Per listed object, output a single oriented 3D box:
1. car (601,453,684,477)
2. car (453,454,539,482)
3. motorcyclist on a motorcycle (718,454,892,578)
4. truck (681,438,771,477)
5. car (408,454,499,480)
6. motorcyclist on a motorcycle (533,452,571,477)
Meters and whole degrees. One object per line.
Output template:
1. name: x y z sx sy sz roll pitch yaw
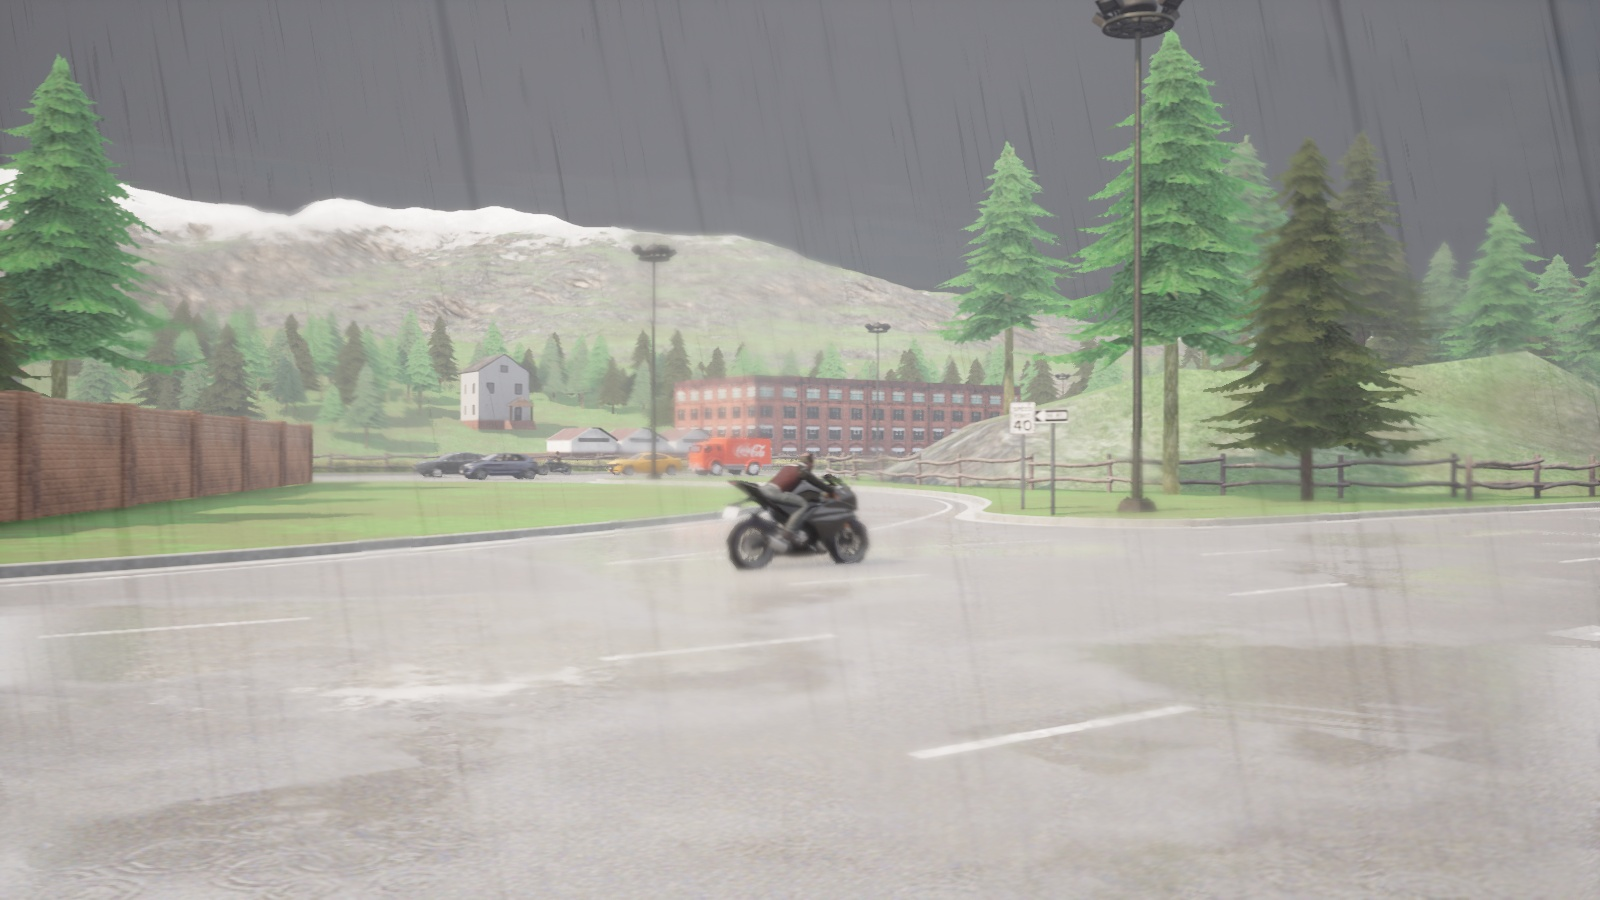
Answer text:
1. car: -10.179 0.944 81.374 5.008 1.535 1.882 0 0 -35
2. car: -16.565 0.961 68.440 4.193 1.474 1.816 0 0 -35
3. motorcyclist on a motorcycle: 0.083 0.820 16.510 2.191 1.530 0.866 0 0 -35
4. truck: -4.747 0.466 80.879 5.204 2.467 2.627 0 0 -35
5. car: -20.463 0.975 74.256 4.892 1.490 1.837 0 0 -35
6. motorcyclist on a motorcycle: -16.101 0.929 81.532 2.350 1.649 0.766 0 0 -35
